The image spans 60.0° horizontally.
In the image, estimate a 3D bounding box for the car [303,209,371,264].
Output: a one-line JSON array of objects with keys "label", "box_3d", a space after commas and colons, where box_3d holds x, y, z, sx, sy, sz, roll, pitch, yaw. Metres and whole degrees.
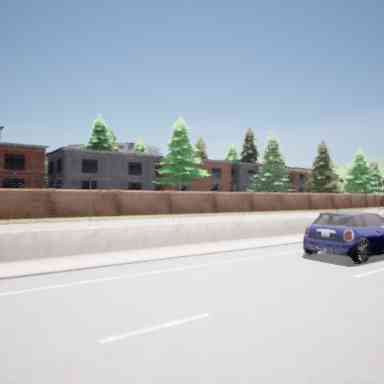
[{"label": "car", "box_3d": [6.323, 1.502, 12.625, 4.553, 1.767, 2.097, 1, -1, -35]}]

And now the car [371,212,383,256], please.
[{"label": "car", "box_3d": [7.525, 1.360, 9.195, 5.566, 2.045, 2.150, 1, 0, -35]}]
